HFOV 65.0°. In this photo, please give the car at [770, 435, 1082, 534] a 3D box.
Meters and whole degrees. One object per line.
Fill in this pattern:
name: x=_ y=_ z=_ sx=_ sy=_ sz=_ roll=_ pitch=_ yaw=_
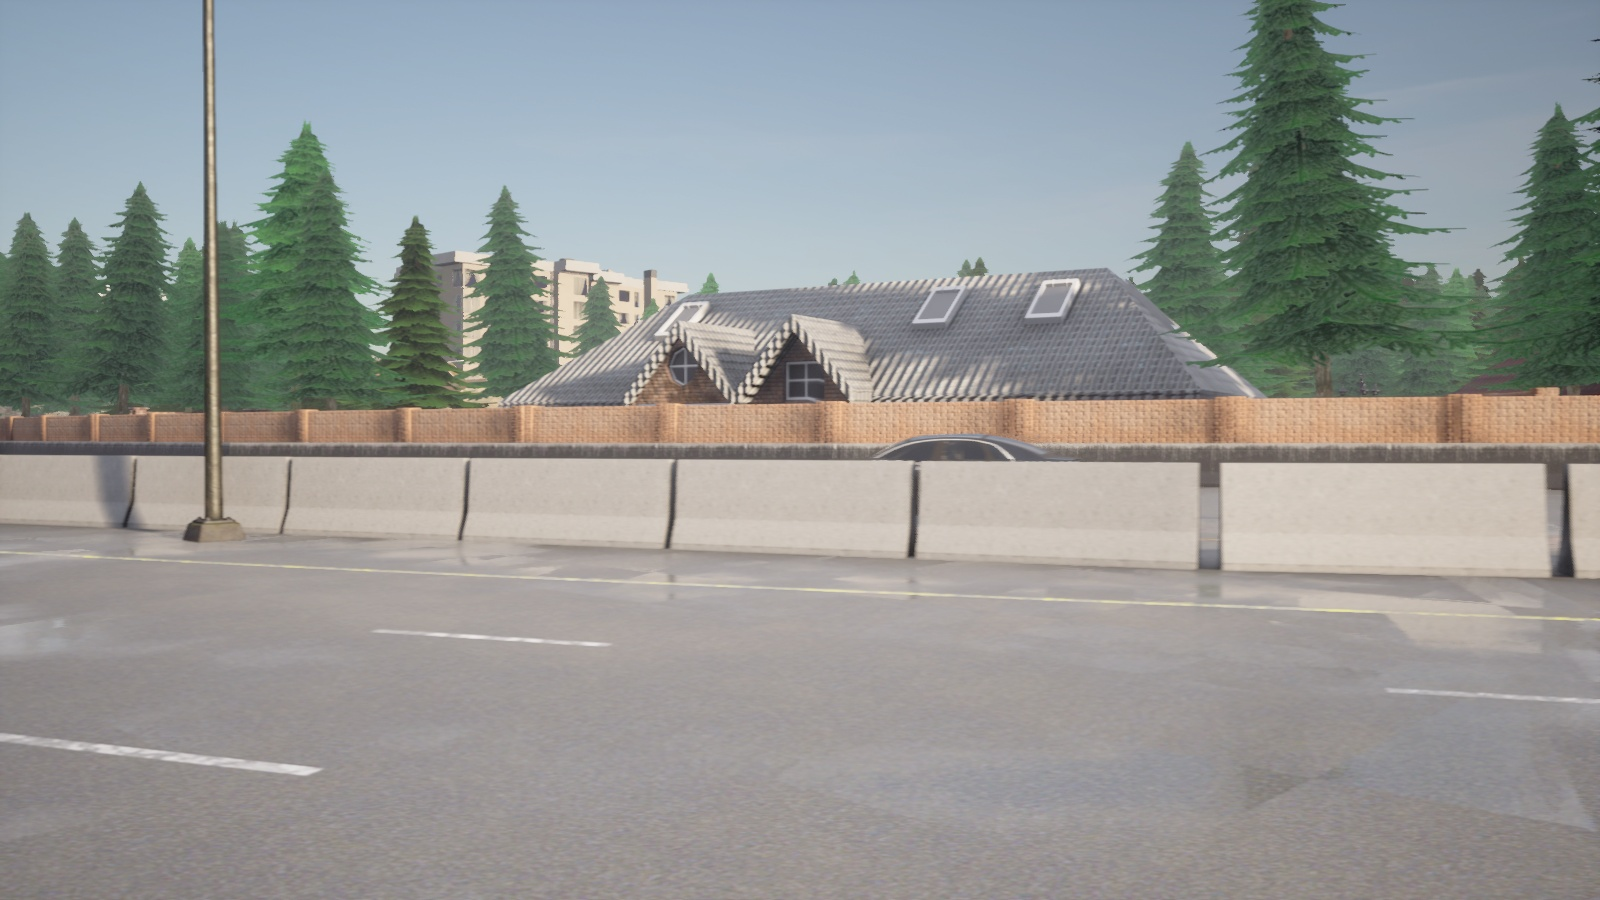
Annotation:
car: x=2.107 y=0.510 z=20.973 sx=4.892 sy=1.490 sz=1.837 roll=1 pitch=1 yaw=20
